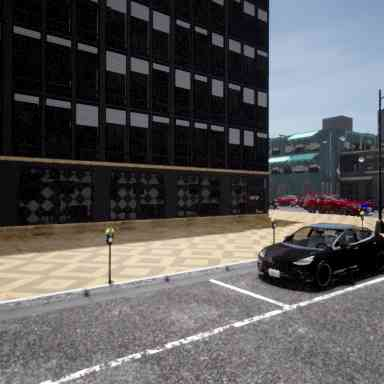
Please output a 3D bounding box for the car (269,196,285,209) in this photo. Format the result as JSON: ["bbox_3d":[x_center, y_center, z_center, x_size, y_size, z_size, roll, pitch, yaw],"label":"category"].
[{"bbox_3d":[8.150,1.179,39.349,1.837,1.490,4.892,0,0,-36],"label":"car"}]

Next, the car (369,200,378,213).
[{"bbox_3d":[14.235,1.326,31.051,1.812,1.442,4.674,0,1,-38],"label":"car"}]

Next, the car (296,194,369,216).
[{"bbox_3d":[12.272,1.105,29.376,2.192,1.841,5.009,1,0,-36],"label":"car"}]

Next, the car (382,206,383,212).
[{"bbox_3d":[19.021,1.377,34.335,1.887,1.381,4.507,1,0,-36],"label":"car"}]

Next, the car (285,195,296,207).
[{"bbox_3d":[12.459,1.135,43.277,1.967,1.590,4.097,1,0,-36],"label":"car"}]

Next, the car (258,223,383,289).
[{"bbox_3d":[3.743,1.567,9.221,4.313,1.339,1.947,0,0,-35],"label":"car"}]

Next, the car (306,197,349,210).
[{"bbox_3d":[15.739,1.345,38.805,1.802,1.307,4.206,1,0,-36],"label":"car"}]
